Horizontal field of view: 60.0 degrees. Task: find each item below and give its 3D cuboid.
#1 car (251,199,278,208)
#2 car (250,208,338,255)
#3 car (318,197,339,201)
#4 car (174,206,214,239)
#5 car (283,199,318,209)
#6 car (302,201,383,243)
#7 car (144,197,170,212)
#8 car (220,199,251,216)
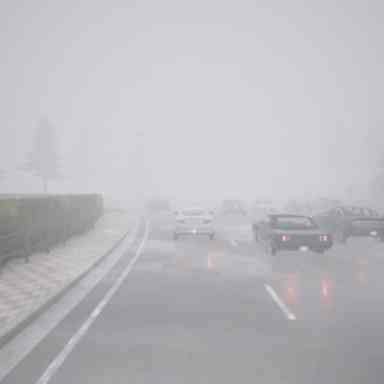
[{"bbox_3d":[7.096,1.367,33.408,1.895,1.301,4.718,0,0,0],"label":"car"},{"bbox_3d":[3.598,1.510,12.906,1.895,1.301,4.718,0,0,0],"label":"car"},{"bbox_3d":[14.096,1.259,35.037,1.837,1.490,4.892,0,0,0],"label":"car"},{"bbox_3d":[0.083,1.410,16.438,1.812,1.442,4.674,0,0,0],"label":"car"},{"bbox_3d":[10.597,1.367,33.410,1.895,1.301,4.718,0,0,0],"label":"car"},{"bbox_3d":[7.098,1.383,15.418,2.128,1.511,4.902,0,0,0],"label":"car"},{"bbox_3d":[-3.683,1.250,34.528,2.128,1.511,4.902,0,0,-19],"label":"car"},{"bbox_3d":[3.597,1.339,29.657,2.033,1.411,5.357,0,0,0],"label":"car"}]
